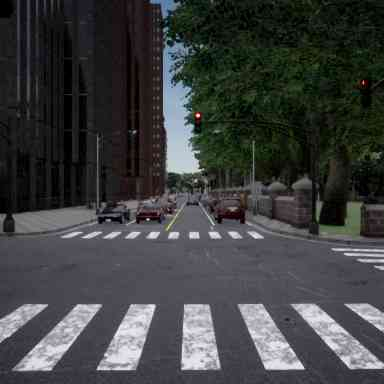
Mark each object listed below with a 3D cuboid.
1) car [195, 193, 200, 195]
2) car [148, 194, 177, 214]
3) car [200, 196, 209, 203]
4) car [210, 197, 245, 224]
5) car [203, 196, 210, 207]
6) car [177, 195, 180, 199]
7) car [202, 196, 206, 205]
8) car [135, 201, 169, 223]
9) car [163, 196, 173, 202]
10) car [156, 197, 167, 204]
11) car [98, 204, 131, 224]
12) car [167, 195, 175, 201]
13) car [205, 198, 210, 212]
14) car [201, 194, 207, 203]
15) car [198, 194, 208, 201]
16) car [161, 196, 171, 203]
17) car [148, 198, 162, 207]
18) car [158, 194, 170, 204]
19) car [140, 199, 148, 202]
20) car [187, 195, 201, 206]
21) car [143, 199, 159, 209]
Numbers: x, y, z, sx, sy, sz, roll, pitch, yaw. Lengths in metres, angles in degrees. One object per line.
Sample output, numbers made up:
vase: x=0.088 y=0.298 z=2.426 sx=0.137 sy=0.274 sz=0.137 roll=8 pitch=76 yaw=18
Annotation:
car: x=0.124 y=1.412 z=69.363 sx=2.097 sy=1.767 sz=4.553 roll=0 pitch=0 yaw=0
car: x=-3.083 y=1.374 z=35.488 sx=2.097 sy=1.767 sz=4.553 roll=0 pitch=0 yaw=1
car: x=2.794 y=1.592 z=74.334 sx=1.752 sy=1.417 sz=4.829 roll=0 pitch=0 yaw=0
car: x=2.773 y=1.326 z=25.056 sx=2.192 sy=1.841 sz=5.009 roll=0 pitch=0 yaw=0
car: x=2.780 y=1.579 z=41.424 sx=2.008 sy=1.369 sz=4.403 roll=0 pitch=0 yaw=0
car: x=-3.070 y=1.538 z=45.721 sx=1.837 sy=1.490 sz=4.892 roll=0 pitch=0 yaw=0
car: x=2.782 y=1.585 z=46.881 sx=2.008 sy=1.369 sz=4.403 roll=0 pitch=0 yaw=0
car: x=-3.089 y=1.612 z=25.495 sx=1.895 sy=1.301 sz=4.718 roll=0 pitch=0 yaw=0
car: x=-5.729 y=1.620 z=79.620 sx=1.887 sy=1.381 sz=4.507 roll=0 pitch=0 yaw=0
car: x=-5.736 y=1.635 z=63.249 sx=1.802 sy=1.307 sz=4.206 roll=0 pitch=0 yaw=0
car: x=-5.752 y=1.576 z=25.050 sx=1.947 sy=1.339 sz=4.313 roll=0 pitch=0 yaw=0
car: x=-5.725 y=1.533 z=90.534 sx=1.967 sy=1.590 sz=4.097 roll=0 pitch=0 yaw=0
car: x=2.778 y=1.588 z=35.968 sx=1.947 sy=1.339 sz=4.313 roll=0 pitch=0 yaw=0
car: x=2.785 y=1.481 z=52.338 sx=1.967 sy=1.590 sz=4.097 roll=0 pitch=0 yaw=0
car: x=2.798 y=1.399 z=85.077 sx=2.192 sy=1.841 sz=5.009 roll=0 pitch=0 yaw=0
car: x=-5.732 y=1.611 z=74.163 sx=1.887 sy=1.381 sz=4.507 roll=0 pitch=0 yaw=0
car: x=-5.741 y=1.622 z=52.335 sx=1.802 sy=1.307 sz=4.206 roll=0 pitch=0 yaw=0
car: x=-5.734 y=1.374 z=68.706 sx=2.192 sy=1.841 sz=5.009 roll=0 pitch=0 yaw=0
car: x=-5.745 y=1.579 z=41.420 sx=2.008 sy=1.369 sz=4.403 roll=0 pitch=0 yaw=0
car: x=0.123 y=1.608 z=56.962 sx=1.994 sy=1.385 sz=4.181 roll=0 pitch=0 yaw=0
car: x=-5.743 y=1.616 z=46.877 sx=1.802 sy=1.307 sz=4.206 roll=0 pitch=0 yaw=0
